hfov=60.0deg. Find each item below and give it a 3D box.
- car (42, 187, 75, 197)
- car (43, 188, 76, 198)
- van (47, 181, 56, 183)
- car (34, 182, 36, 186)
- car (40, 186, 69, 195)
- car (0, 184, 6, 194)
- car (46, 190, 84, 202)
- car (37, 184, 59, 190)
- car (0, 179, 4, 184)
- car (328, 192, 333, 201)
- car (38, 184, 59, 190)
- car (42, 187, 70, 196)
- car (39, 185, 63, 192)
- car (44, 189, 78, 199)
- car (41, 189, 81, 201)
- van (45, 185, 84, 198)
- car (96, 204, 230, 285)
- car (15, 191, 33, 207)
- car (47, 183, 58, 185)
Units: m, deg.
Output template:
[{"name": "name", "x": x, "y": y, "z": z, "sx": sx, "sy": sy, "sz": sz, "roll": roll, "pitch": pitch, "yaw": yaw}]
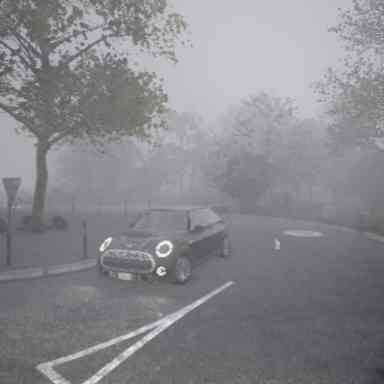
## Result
[{"name": "car", "x": -22.913, "y": 0.067, "z": 57.017, "sx": 5.008, "sy": 1.535, "sz": 2.097, "roll": 1, "pitch": 2, "yaw": -26}, {"name": "car", "x": -21.698, "y": 0.187, "z": 54.524, "sx": 4.892, "sy": 1.521, "sz": 2.231, "roll": 1, "pitch": 2, "yaw": -26}, {"name": "van", "x": -28.935, "y": -0.746, "z": 69.497, "sx": 4.442, "sy": 1.987, "sz": 1.878, "roll": 1, "pitch": 2, "yaw": -26}, {"name": "car", "x": -34.115, "y": -0.995, "z": 79.321, "sx": 5.366, "sy": 1.575, "sz": 1.946, "roll": 1, "pitch": 2, "yaw": -26}, {"name": "car", "x": -26.599, "y": -0.287, "z": 64.475, "sx": 5.008, "sy": 1.535, "sz": 2.097, "roll": 1, "pitch": 2, "yaw": -26}, {"name": "car", "x": -33.877, "y": -0.301, "z": 60.398, "sx": 1.994, "sy": 1.385, "sz": 4.181, "roll": 1, "pitch": 2, "yaw": -26}, {"name": "car", "x": -17.991, "y": 0.573, "z": 47.079, "sx": 4.792, "sy": 1.488, "sz": 2.163, "roll": 1, "pitch": 2, "yaw": -26}, {"name": "car", "x": -37.620, "y": -1.341, "z": 86.868, "sx": 5.008, "sy": 1.535, "sz": 2.097, "roll": 1, "pitch": 2, "yaw": -26}, {"name": "car", "x": -47.762, "y": -1.604, "z": 77.792, "sx": 5.566, "sy": 2.045, "sz": 2.435, "roll": 1, "pitch": 2, "yaw": -26}, {"name": "car", "x": 23.935, "y": 0.500, "z": 55.162, "sx": 2.097, "sy": 1.767, "sz": 4.553, "roll": 0, "pitch": 1, "yaw": 16}, {"name": "car", "x": -36.394, "y": -1.223, "z": 84.381, "sx": 4.892, "sy": 1.521, "sz": 2.231, "roll": 1, "pitch": 2, "yaw": -26}, {"name": "car", "x": -25.373, "y": -0.129, "z": 61.990, "sx": 4.674, "sy": 1.452, "sz": 2.002, "roll": 1, "pitch": 2, "yaw": -26}, {"name": "car", "x": -31.524, "y": -0.727, "z": 74.415, "sx": 4.792, "sy": 1.488, "sz": 2.163, "roll": 1, "pitch": 2, "yaw": -26}, {"name": "car", "x": -20.443, "y": 0.334, "z": 52.054, "sx": 4.792, "sy": 1.488, "sz": 2.163, "roll": 1, "pitch": 2, "yaw": -26}, {"name": "car", "x": -19.410, "y": 0.418, "z": 49.472, "sx": 5.366, "sy": 1.575, "sz": 1.946, "roll": 1, "pitch": 2, "yaw": -26}, {"name": "van", "x": -16.891, "y": 0.435, "z": 44.520, "sx": 4.442, "sy": 1.987, "sz": 1.878, "roll": 1, "pitch": 2, "yaw": -26}, {"name": "car", "x": -0.542, "y": 1.191, "z": 9.235, "sx": 2.097, "sy": 1.767, "sz": 4.553, "roll": 0, "pitch": 1, "yaw": 24}, {"name": "car", "x": -18.437, "y": 0.934, "z": 36.456, "sx": 1.895, "sy": 1.301, "sz": 4.718, "roll": 1, "pitch": 1, "yaw": -26}, {"name": "car", "x": -24.112, "y": -0.176, "z": 59.512, "sx": 4.553, "sy": 1.767, "sz": 2.185, "roll": 1, "pitch": 2, "yaw": -26}]
